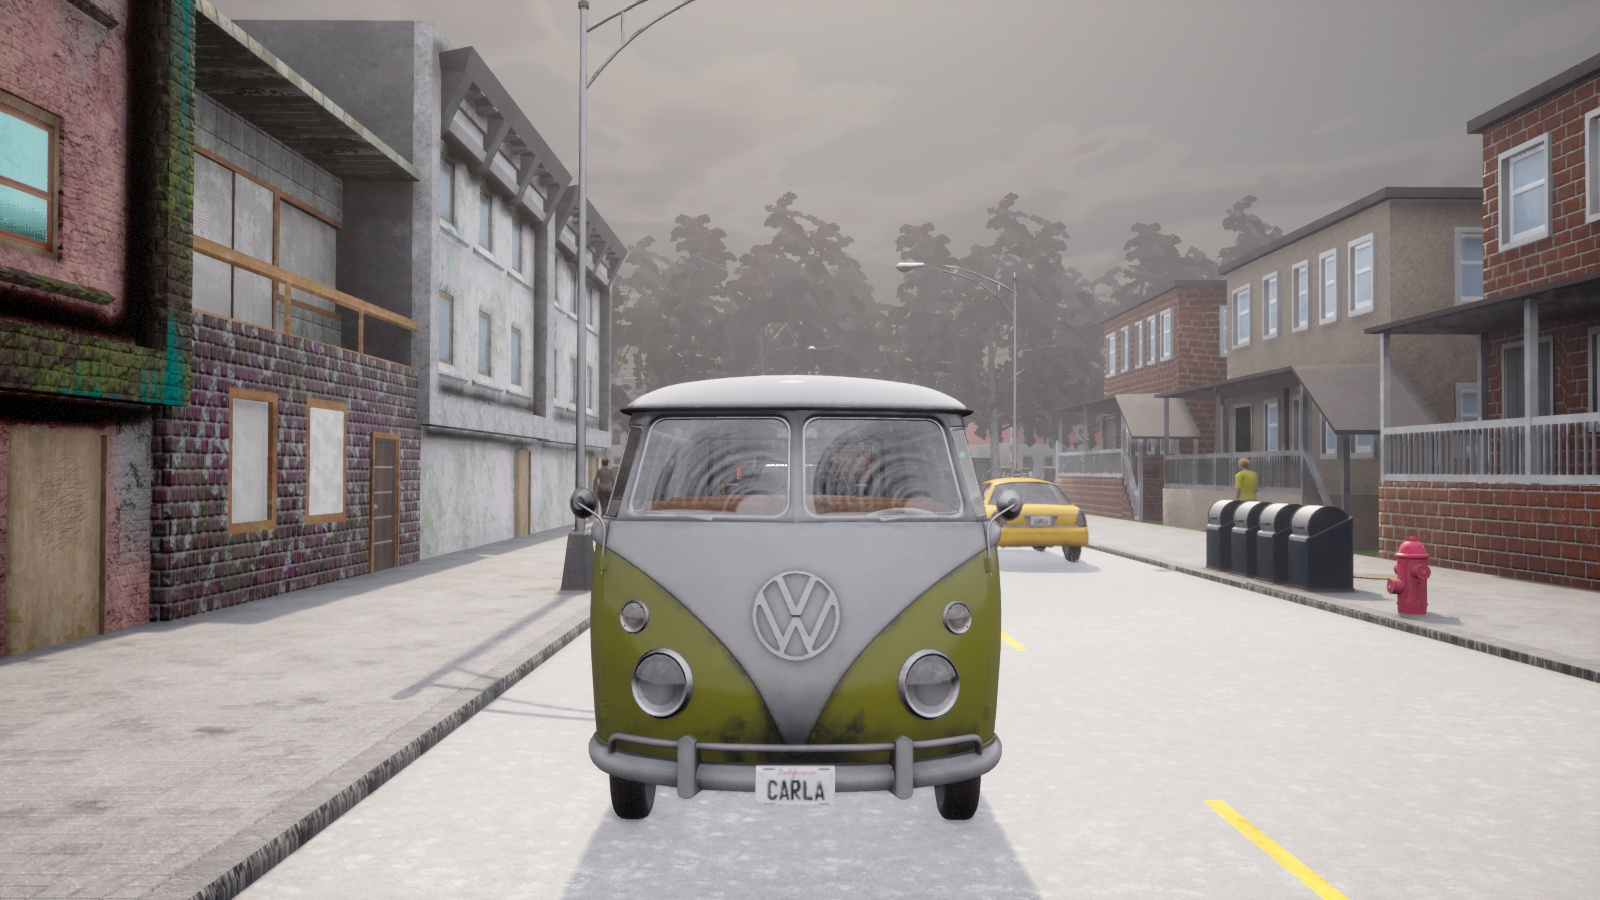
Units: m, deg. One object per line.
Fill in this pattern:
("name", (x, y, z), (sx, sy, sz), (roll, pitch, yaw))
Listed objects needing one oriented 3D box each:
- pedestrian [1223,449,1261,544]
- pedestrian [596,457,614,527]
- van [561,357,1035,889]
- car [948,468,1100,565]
("pedestrian", (8.621, 0.900, 24.495), (0.354, 1.836, 0.706), (0, -1, -13))
("pedestrian", (-5.092, 1.094, 32.796), (0.328, 1.805, 0.869), (0, -1, 1))
("van", (-0.016, 0.684, 6.936), (1.775, 1.987, 4.442), (0, -1, 0))
("car", (3.949, 1.124, 23.038), (1.801, 1.575, 5.366), (0, -1, 0))
